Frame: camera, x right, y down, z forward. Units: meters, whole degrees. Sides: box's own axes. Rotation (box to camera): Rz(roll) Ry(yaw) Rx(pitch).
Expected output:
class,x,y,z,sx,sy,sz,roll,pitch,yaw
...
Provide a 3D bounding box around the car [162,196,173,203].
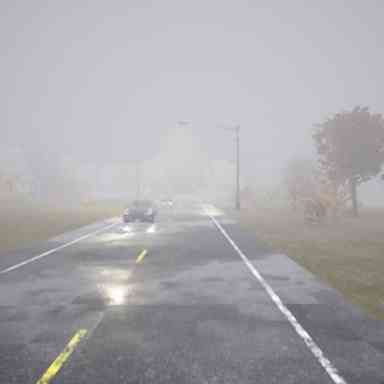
class,x,y,z,sx,sy,sz,roll,pitch,yaw
car,-4.871,1.430,66.144,1.994,1.385,4.181,0,0,-6

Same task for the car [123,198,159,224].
class,x,y,z,sx,sy,sz,roll,pitch,yaw
car,-3.596,1.294,24.165,2.097,1.767,4.553,0,0,0
